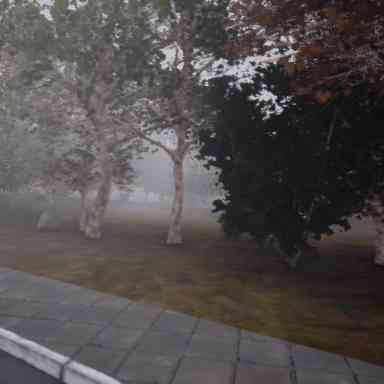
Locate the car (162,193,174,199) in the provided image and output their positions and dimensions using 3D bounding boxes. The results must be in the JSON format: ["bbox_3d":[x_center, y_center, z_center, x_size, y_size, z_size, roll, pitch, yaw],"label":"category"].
[{"bbox_3d":[-5.981,0.830,95.012,2.435,2.045,5.566,6,2,40],"label":"car"}]
